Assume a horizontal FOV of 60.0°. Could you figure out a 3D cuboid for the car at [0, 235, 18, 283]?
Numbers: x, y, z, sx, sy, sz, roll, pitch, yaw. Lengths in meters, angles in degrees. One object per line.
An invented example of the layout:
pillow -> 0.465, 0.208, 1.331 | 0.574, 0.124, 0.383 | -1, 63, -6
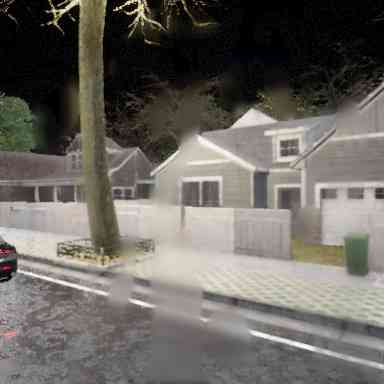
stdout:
car -> -6.358, 1.540, 8.535 | 4.892, 1.490, 1.837 | 0, 0, 36
